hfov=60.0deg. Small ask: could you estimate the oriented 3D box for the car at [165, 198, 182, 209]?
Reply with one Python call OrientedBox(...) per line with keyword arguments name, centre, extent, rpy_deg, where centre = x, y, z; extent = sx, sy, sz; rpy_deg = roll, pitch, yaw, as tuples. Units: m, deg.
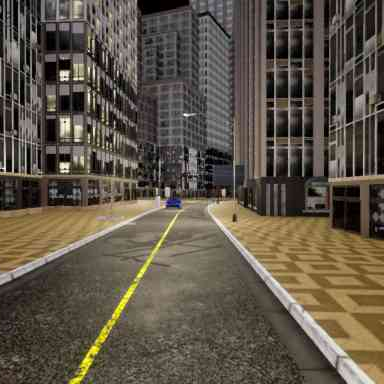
OrientedBox(name="car", centre=(-2.473, 1.537, 45.437), extent=(1.882, 1.535, 5.008), rpy_deg=(0, 0, 3))
